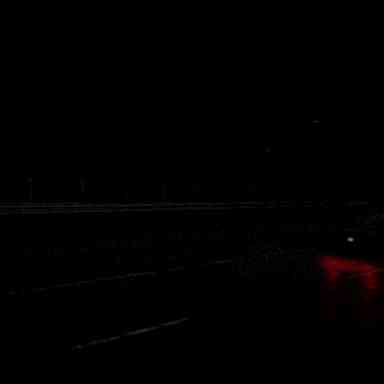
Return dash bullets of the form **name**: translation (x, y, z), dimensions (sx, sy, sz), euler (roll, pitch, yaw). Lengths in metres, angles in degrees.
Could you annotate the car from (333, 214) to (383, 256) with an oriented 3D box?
- **car**: translation (7.921, 1.632, 13.797), dimensions (5.008, 1.535, 1.882), euler (0, 0, -35)
